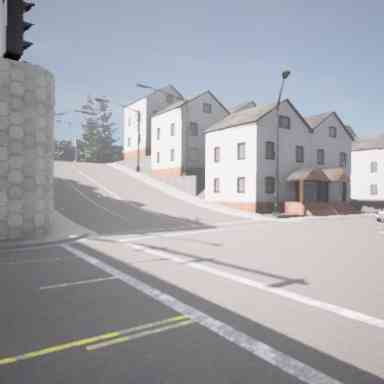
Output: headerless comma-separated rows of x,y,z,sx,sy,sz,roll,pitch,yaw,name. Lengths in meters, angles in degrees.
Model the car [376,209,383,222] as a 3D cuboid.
18.398,1.942,29.779,4.674,1.442,1.812,1,-1,-34,car
